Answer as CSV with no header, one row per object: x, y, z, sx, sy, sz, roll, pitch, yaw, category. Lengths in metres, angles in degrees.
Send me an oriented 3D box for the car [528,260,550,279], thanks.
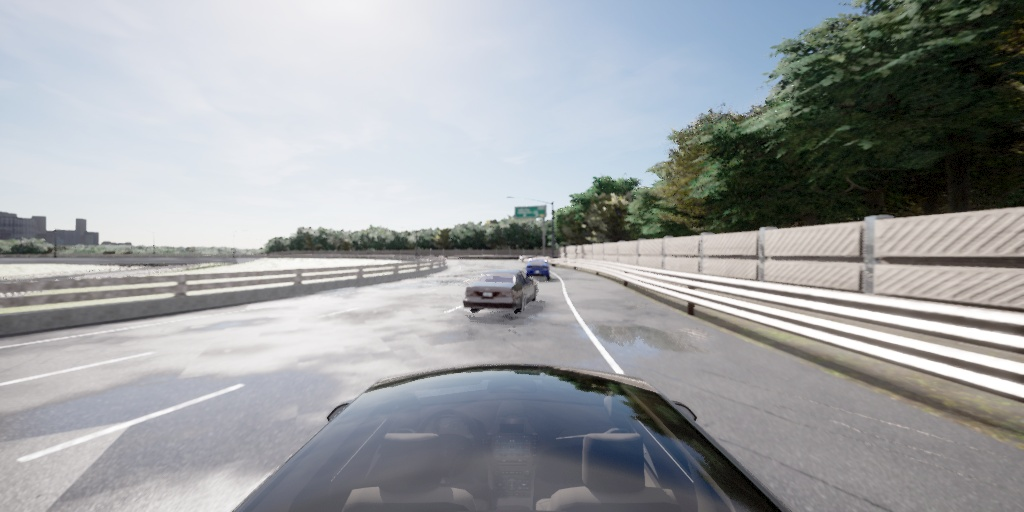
2.086,1.049,29.623,1.882,1.535,5.008,0,0,4,car

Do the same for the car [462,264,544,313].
-0.232,1.219,13.540,2.033,1.411,5.357,0,0,12,car
